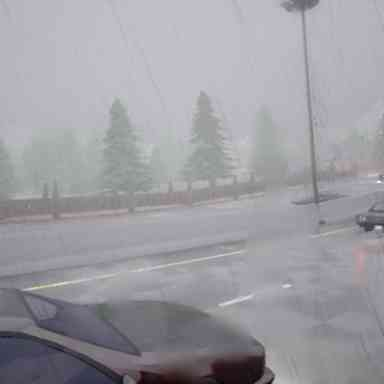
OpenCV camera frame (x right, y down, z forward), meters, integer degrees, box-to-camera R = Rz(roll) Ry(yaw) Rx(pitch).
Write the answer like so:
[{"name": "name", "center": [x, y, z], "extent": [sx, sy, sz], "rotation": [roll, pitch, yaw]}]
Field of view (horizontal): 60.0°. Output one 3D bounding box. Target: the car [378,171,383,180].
[{"name": "car", "center": [26.657, -2.478, 44.292], "extent": [4.892, 1.490, 1.837], "rotation": [-8, 4, -35]}]

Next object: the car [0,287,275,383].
[{"name": "car", "center": [-1.798, 1.547, 2.464], "extent": [5.357, 1.411, 2.033], "rotation": [0, 0, -35]}]

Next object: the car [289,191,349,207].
[{"name": "car", "center": [8.890, 0.632, 23.230], "extent": [4.718, 1.301, 1.895], "rotation": [-6, 4, -35]}]

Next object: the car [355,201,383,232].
[{"name": "car", "center": [9.303, 0.993, 14.683], "extent": [4.718, 1.301, 1.895], "rotation": [-5, 3, -35]}]
